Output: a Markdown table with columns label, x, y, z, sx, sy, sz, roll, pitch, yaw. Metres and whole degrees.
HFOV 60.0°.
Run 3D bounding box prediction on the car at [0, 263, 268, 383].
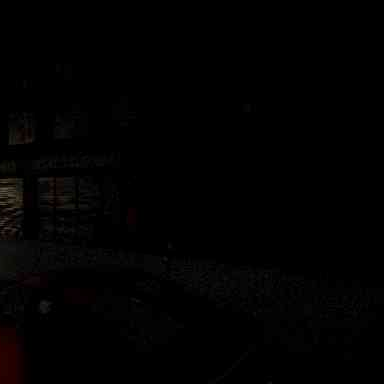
| label | x | y | z | sx | sy | sz | roll | pitch | yaw |
| --- | --- | --- | --- | --- | --- | --- | --- | --- | --- |
| car | -1.418 | 1.548 | 3.866 | 4.507 | 1.381 | 1.887 | 0 | 1 | 33 |
